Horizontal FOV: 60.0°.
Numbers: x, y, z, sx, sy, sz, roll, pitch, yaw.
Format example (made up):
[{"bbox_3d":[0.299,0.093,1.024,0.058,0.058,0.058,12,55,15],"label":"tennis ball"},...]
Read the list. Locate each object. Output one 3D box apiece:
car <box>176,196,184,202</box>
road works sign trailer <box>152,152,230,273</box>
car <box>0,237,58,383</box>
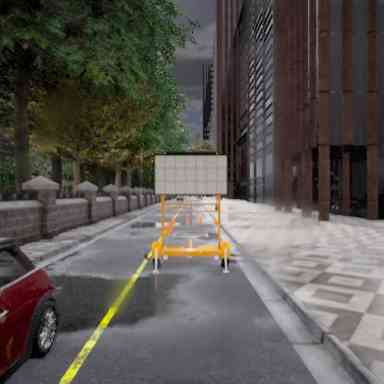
[{"bbox_3d":[-3.278,1.828,90.354,1.882,1.535,5.008,0,-1,0],"label":"car"},{"bbox_3d":[-0.032,0.511,10.849,2.380,3.560,2.880,0,0,0],"label":"road works sign trailer"},{"bbox_3d":[-3.009,1.365,2.972,2.097,1.767,4.553,0,0,0],"label":"car"}]
